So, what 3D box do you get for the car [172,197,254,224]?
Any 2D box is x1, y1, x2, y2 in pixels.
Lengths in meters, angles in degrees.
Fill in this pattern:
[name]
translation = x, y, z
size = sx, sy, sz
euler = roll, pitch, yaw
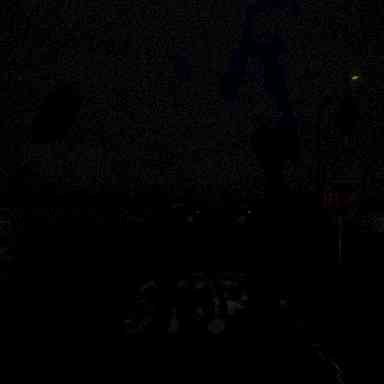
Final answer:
[car]
translation = 1.294, 1.098, 20.338
size = 5.008, 1.535, 1.882
euler = 0, 1, 0
